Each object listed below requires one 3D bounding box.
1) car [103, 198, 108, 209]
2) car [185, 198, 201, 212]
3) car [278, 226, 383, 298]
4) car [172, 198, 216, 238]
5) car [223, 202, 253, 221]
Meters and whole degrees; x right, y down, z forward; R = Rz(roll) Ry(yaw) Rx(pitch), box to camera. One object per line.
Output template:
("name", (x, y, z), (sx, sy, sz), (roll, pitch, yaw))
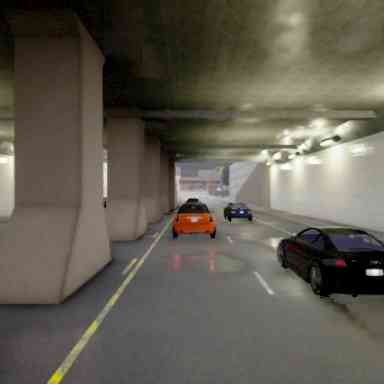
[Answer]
("car", (-10.564, 1.504, 42.103), (2.033, 1.411, 5.357), (0, 0, 0))
("car", (0.125, 1.465, 39.009), (1.837, 1.490, 4.892), (0, 0, 0))
("car", (3.605, 1.555, 8.564), (1.994, 1.385, 4.181), (0, 0, 0))
("car", (0.109, 1.334, 17.602), (2.097, 1.767, 4.553), (0, 0, 0))
("car", (3.617, 1.521, 26.711), (2.033, 1.411, 5.357), (0, 0, 0))
